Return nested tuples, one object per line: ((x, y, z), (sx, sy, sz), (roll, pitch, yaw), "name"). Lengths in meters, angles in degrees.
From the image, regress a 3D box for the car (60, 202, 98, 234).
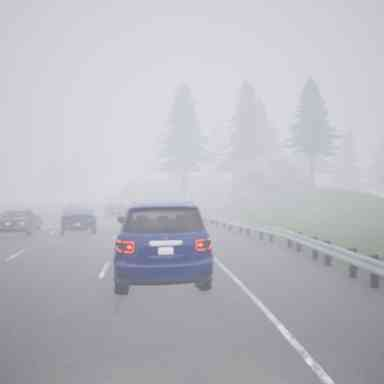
((-6.767, 1.593, 20.190), (1.882, 1.535, 5.008), (-1, 0, -15), "car")

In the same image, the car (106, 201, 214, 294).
((-0.872, 1.247, 9.133), (2.150, 2.045, 5.566), (-1, 0, -8), "car")

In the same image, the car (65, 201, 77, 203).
((-13.337, 1.748, 36.871), (1.812, 1.442, 4.674), (-1, 0, -27), "car")

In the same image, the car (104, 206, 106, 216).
((-7.424, 1.691, 32.762), (2.033, 1.411, 5.357), (-1, 0, -24), "car")

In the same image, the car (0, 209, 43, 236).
((-10.054, 1.702, 19.384), (2.033, 1.411, 5.357), (-1, 0, -16), "car")
